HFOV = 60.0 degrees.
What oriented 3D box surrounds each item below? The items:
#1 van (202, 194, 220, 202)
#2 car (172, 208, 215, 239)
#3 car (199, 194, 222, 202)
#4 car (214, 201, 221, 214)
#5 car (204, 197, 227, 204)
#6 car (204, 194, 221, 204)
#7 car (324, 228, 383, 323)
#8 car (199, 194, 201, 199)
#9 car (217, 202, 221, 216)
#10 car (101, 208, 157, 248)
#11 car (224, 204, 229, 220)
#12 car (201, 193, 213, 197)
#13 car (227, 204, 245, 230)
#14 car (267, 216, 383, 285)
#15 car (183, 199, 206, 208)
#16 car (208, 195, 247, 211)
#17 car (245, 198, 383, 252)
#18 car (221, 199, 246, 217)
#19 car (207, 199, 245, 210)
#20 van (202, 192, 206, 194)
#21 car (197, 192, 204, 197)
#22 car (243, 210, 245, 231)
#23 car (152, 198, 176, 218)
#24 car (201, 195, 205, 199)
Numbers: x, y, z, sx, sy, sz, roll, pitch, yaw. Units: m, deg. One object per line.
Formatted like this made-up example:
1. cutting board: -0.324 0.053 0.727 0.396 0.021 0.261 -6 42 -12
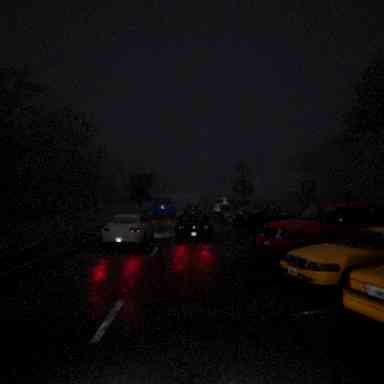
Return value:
1. van: 4.935 1.583 86.743 4.442 1.987 1.878 1 0 -20
2. car: 0.093 1.819 18.740 1.895 1.301 4.718 0 -1 0
3. car: 5.069 1.550 89.786 5.566 2.045 2.435 1 0 -20
4. car: 5.084 1.889 32.853 4.792 1.488 2.163 1 -1 -20
5. car: 5.041 1.893 71.875 4.674 1.452 2.002 1 0 -20
6. car: 5.032 1.664 44.834 5.566 2.045 2.435 1 0 -20
7. car: 5.241 1.547 5.892 5.366 1.575 1.946 1 -1 -20
8. car: 5.036 1.829 80.822 4.892 1.521 2.231 1 0 -20
9. car: 5.062 1.877 29.828 4.674 1.452 2.002 1 0 -20
10. car: -2.906 1.702 15.514 1.812 1.442 4.674 0 -1 0
11. car: 5.064 1.810 23.829 4.674 1.452 2.002 1 0 -20
12. car: 5.017 1.719 74.847 4.553 1.767 2.185 1 0 -20
13. car: 5.056 1.732 20.829 5.008 1.535 2.097 1 -1 -20
14. car: 4.893 1.573 8.758 5.366 1.575 1.946 1 0 -20
15. car: 0.087 1.885 35.935 2.128 1.511 4.902 0 0 0
16. car: 5.086 1.630 35.854 5.566 2.045 2.435 1 -1 -20
17. car: 5.045 1.365 11.813 5.566 2.045 2.435 1 0 -20
18. car: 5.093 1.678 26.841 4.553 1.767 2.185 1 0 -20
19. car: 5.224 1.910 50.927 5.366 1.575 1.946 1 0 -20
20. van: 5.155 1.612 77.882 4.442 1.987 1.878 1 0 -20
21. car: 5.020 1.568 83.790 5.566 2.045 2.435 1 0 -20
22. car: 5.039 1.682 14.812 4.792 1.488 2.163 1 -1 -20
23. car: -2.913 1.610 35.238 2.150 2.045 5.566 0 0 0
24. car: 5.021 1.891 68.856 4.792 1.488 2.163 1 0 -20
